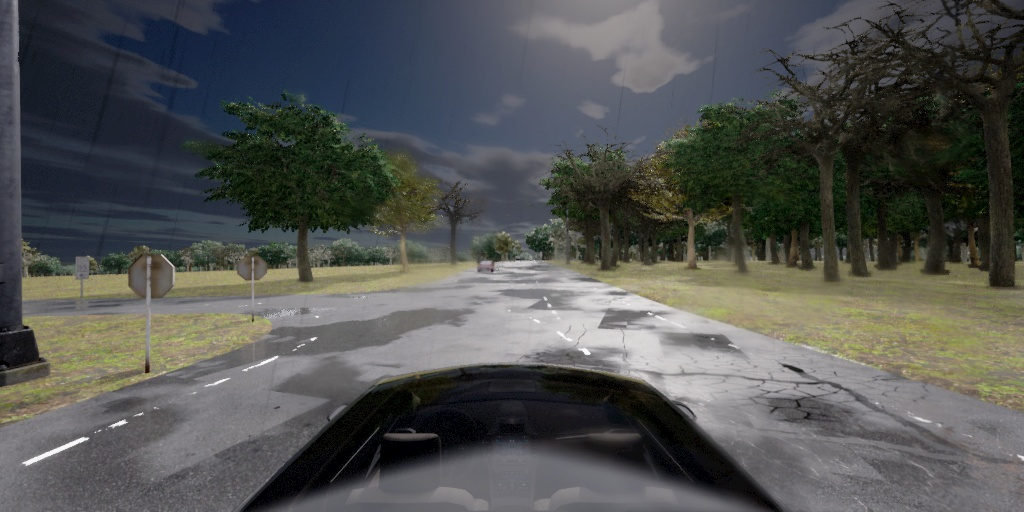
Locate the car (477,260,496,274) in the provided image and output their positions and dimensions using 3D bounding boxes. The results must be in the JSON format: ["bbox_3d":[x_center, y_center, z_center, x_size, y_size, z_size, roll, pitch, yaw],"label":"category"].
[{"bbox_3d":[-3.000,1.266,42.573,1.812,1.442,4.674,-1,1,1],"label":"car"}]
